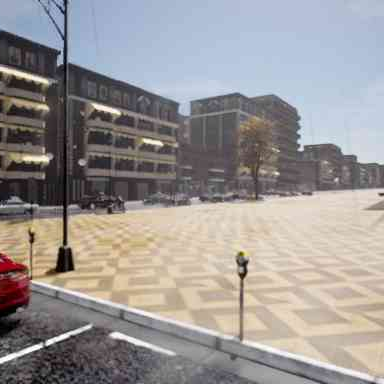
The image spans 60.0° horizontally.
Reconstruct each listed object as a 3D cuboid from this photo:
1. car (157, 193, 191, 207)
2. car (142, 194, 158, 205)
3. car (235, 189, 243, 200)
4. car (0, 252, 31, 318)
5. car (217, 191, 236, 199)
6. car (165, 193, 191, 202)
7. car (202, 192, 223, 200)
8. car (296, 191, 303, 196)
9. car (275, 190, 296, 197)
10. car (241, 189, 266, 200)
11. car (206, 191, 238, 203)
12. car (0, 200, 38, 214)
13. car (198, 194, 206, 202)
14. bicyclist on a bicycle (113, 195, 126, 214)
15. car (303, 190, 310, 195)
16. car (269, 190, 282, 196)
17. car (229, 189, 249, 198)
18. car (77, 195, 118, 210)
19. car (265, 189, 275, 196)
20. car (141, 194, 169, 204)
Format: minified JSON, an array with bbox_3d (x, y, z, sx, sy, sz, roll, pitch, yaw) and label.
[{"bbox_3d":[-1.784,1.111,40.724,2.008,1.369,4.403,1,2,35],"label":"car"},{"bbox_3d":[-4.858,0.973,46.454,2.128,1.511,4.902,0,1,35],"label":"car"},{"bbox_3d":[8.955,0.738,60.982,2.033,1.411,5.357,0,1,35],"label":"car"},{"bbox_3d":[-4.889,1.562,6.354,4.507,1.381,1.887,0,0,36],"label":"car"},{"bbox_3d":[7.079,0.608,68.248,1.752,1.417,4.829,2,2,35],"label":"car"},{"bbox_3d":[-2.334,0.890,54.653,2.008,1.369,4.403,2,2,35],"label":"car"},{"bbox_3d":[4.006,0.732,63.811,1.947,1.339,4.313,2,2,35],"label":"car"},{"bbox_3d":[23.575,0.422,77.354,2.008,1.369,4.403,1,2,35],"label":"car"},{"bbox_3d":[20.406,0.507,72.777,2.008,1.369,4.403,1,2,35],"label":"car"},{"bbox_3d":[10.993,0.737,59.180,1.752,1.417,4.829,1,2,35],"label":"car"},{"bbox_3d":[4.556,0.938,49.882,2.008,1.369,4.403,1,2,35],"label":"car"},{"bbox_3d":[-16.452,1.402,29.731,1.895,1.301,4.718,0,1,35],"label":"car"},{"bbox_3d":[3.098,0.899,52.429,2.033,1.411,5.357,0,1,35],"label":"car"},{"bbox_3d":[-6.349,1.071,28.968,1.656,1.620,0.582,0,1,35],"label":"bicyclist on a bicycle"},{"bbox_3d":[29.916,0.140,86.510,1.967,1.590,4.097,1,2,35],"label":"car"},{"bbox_3d":[23.025,0.197,91.283,1.887,1.381,4.507,1,2,35],"label":"car"},{"bbox_3d":[10.349,0.309,72.962,2.192,1.841,5.009,1,2,35],"label":"car"},{"bbox_3d":[-10.725,1.147,37.999,1.837,1.490,4.892,0,1,35],"label":"car"},{"bbox_3d":[19.857,0.053,86.698,2.192,1.841,5.009,1,2,35],"label":"car"},{"bbox_3d":[-5.503,0.992,50.074,1.947,1.339,4.313,2,2,35],"label":"car"}]
